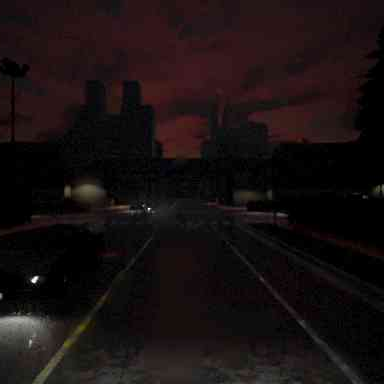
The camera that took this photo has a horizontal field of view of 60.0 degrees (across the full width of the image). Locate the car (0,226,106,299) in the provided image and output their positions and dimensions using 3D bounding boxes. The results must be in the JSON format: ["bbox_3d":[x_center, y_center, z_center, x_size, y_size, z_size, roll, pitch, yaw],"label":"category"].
[{"bbox_3d":[-3.800,1.658,9.086,2.033,1.411,5.357,0,-1,0],"label":"car"}]

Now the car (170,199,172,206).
[{"bbox_3d":[-5.359,2.288,63.082,1.812,1.442,4.674,0,-1,0],"label":"car"}]

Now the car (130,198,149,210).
[{"bbox_3d":[-8.779,2.152,54.220,2.128,1.511,4.902,0,-1,1],"label":"car"}]

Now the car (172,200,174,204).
[{"bbox_3d":[-5.520,2.390,73.902,1.837,1.490,4.892,0,-1,-1],"label":"car"}]

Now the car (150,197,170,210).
[{"bbox_3d":[-5.216,2.009,54.095,2.097,1.767,4.553,0,-1,-2],"label":"car"}]

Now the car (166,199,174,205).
[{"bbox_3d":[-5.800,2.606,88.766,1.994,1.385,4.181,0,-1,-1],"label":"car"}]

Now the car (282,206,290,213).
[{"bbox_3d":[14.254,2.123,43.493,4.718,1.301,1.895,0,-1,-1],"label":"car"}]
